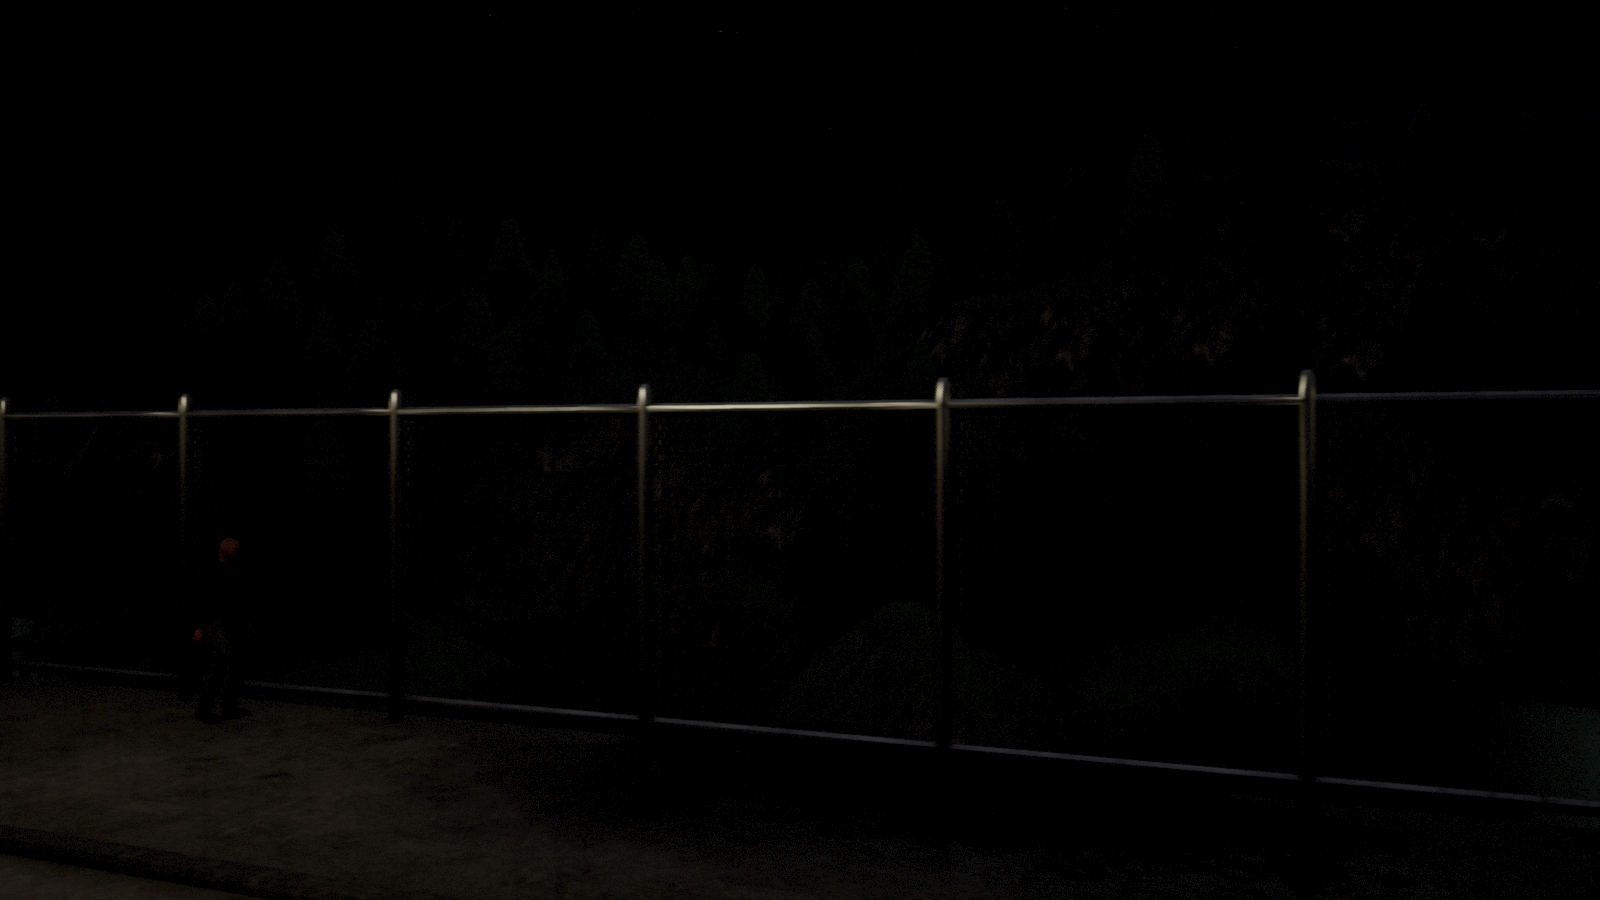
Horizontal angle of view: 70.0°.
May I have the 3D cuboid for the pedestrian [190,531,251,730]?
[{"bbox_3d":[-5.624,1.737,11.098,0.375,1.860,0.375,0,0,13],"label":"pedestrian"}]
